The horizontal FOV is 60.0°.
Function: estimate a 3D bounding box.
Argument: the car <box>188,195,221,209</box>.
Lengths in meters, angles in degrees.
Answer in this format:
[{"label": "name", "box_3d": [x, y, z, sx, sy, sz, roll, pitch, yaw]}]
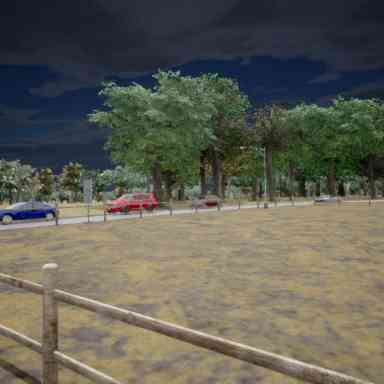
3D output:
[{"label": "car", "box_3d": [1.554, 1.226, 41.671, 2.097, 1.767, 4.553, -2, -1, 43]}]

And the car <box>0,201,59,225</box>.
[{"label": "car", "box_3d": [-12.324, 1.487, 24.447, 1.882, 1.535, 5.008, -2, -1, 36]}]

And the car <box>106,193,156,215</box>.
[{"label": "car", "box_3d": [-6.010, 1.176, 32.999, 2.150, 2.045, 5.566, -2, -1, 38]}]

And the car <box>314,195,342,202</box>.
[{"label": "car", "box_3d": [22.247, 1.147, 54.342, 4.718, 1.301, 1.895, -1, -2, -30]}]
